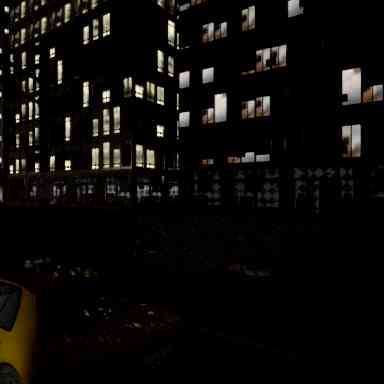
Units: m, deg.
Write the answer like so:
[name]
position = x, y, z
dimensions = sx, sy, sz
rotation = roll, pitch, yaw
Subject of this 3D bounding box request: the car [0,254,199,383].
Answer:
[car]
position = -2.208, 1.525, 4.445
dimensions = 4.829, 1.417, 1.752
rotation = 0, 0, 36
